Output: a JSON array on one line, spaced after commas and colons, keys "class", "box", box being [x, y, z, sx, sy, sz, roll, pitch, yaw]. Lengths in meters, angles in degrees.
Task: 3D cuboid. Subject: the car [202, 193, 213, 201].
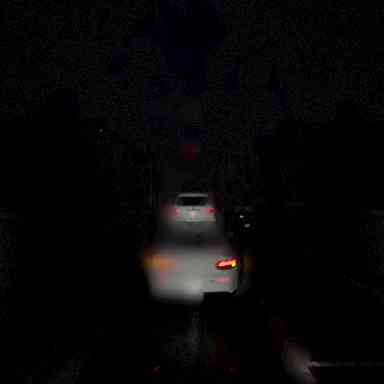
[{"class": "car", "box": [2.831, 0.976, 61.786, 1.802, 1.307, 4.206, -1, 1, 0]}]

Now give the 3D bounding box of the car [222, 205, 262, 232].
[{"class": "car", "box": [2.683, 1.364, 18.277, 2.008, 1.369, 4.403, -1, 1, 0]}]

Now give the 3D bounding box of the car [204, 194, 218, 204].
[{"class": "car", "box": [2.793, 1.044, 50.721, 1.887, 1.381, 4.507, -1, 1, 0]}]

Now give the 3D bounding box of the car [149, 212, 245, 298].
[{"class": "car", "box": [0.082, 1.441, 8.171, 1.812, 1.442, 4.674, 0, 1, 1]}]

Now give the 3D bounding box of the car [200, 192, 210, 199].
[{"class": "car", "box": [2.868, 0.834, 72.850, 1.887, 1.381, 4.507, -1, 1, 0]}]

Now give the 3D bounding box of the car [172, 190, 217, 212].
[{"class": "car", "box": [0.091, 1.038, 17.918, 2.150, 2.045, 5.566, 0, 1, 1]}]

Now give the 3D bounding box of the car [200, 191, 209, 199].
[{"class": "car", "box": [2.885, 0.677, 78.381, 1.967, 1.590, 4.097, -1, 1, 0]}]

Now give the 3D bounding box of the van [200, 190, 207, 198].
[{"class": "van", "box": [2.901, 0.525, 83.912, 1.690, 1.788, 3.998, -1, 1, 0]}]
